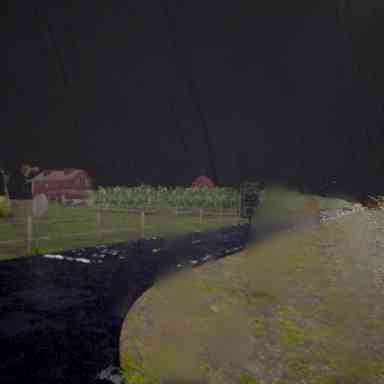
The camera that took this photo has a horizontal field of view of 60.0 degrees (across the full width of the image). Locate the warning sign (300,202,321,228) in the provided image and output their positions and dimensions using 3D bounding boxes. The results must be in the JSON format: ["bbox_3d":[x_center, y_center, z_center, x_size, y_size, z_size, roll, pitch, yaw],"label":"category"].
[{"bbox_3d":[9.045,1.735,25.306,1.300,1.860,1.060,-1,-3,29],"label":"warning sign"}]

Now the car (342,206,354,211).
[{"bbox_3d":[38.709,4.144,83.126,1.994,1.385,4.181,-1,-2,29],"label":"car"}]
